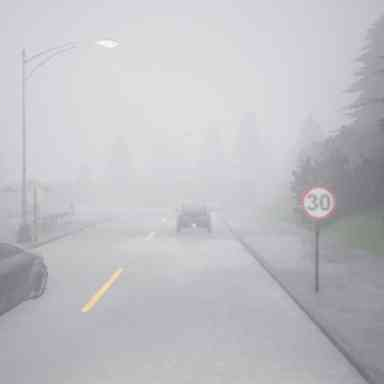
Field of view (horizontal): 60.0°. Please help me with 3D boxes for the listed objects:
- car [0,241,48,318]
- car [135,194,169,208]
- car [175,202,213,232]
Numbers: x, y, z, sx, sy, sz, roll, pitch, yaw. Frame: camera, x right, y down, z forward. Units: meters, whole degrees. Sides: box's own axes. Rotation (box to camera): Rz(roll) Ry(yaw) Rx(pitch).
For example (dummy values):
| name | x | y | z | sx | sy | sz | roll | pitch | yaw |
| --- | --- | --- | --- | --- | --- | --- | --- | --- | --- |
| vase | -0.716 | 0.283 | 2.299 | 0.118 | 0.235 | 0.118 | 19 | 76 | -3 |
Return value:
| name | x | y | z | sx | sy | sz | roll | pitch | yaw |
| --- | --- | --- | --- | --- | --- | --- | --- | --- | --- |
| car | -4.079 | 1.516 | 5.450 | 1.994 | 1.385 | 4.181 | 0 | 0 | 0 |
| car | -4.887 | 1.007 | 40.174 | 4.553 | 1.767 | 2.097 | 0 | 1 | 44 |
| car | 0.101 | 1.344 | 18.789 | 1.837 | 1.490 | 4.892 | 0 | 1 | 0 |
